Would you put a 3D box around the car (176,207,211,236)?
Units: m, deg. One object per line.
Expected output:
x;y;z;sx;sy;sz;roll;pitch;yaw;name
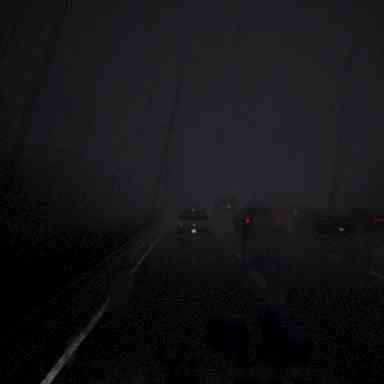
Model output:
0.107;1.797;19.875;1.895;1.301;4.718;0;-1;0;car

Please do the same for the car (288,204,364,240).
7.103;1.659;18.296;1.882;1.535;5.008;0;-1;0;car

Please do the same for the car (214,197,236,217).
3.664;1.573;35.610;2.150;2.045;5.566;0;-1;0;car

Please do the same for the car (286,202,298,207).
10.659;1.865;36.580;1.837;1.490;4.892;0;-1;0;car

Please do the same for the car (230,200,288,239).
3.605;1.538;18.817;2.097;1.767;4.553;0;-1;0;car

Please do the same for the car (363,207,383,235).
10.609;1.706;20.361;1.837;1.490;4.892;0;-1;0;car

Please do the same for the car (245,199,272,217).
7.158;1.709;36.202;2.097;1.767;4.553;0;-1;0;car

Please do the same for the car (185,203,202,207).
0.158;1.930;37.121;1.994;1.385;4.181;0;-1;0;car
